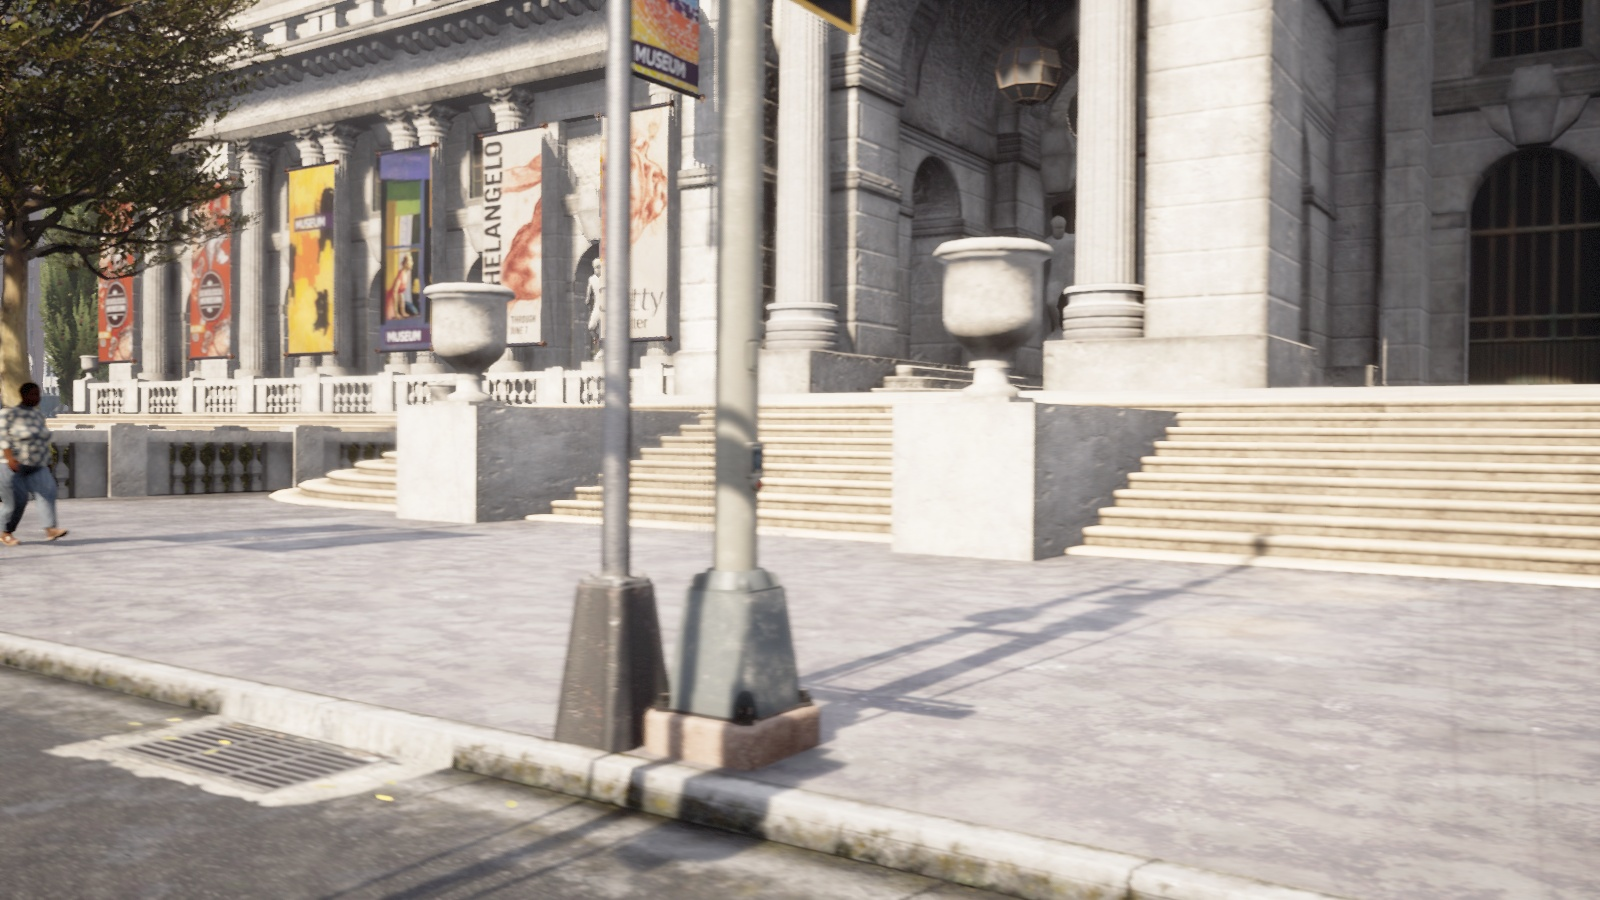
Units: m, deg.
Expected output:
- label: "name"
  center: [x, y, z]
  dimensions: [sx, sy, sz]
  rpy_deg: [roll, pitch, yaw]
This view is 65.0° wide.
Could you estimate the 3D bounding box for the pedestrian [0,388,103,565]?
- label: "pedestrian"
  center: [-8.348, 0.276, 13.719]
  dimensions: [0.900, 1.855, 0.874]
  rpy_deg: [0, 1, 20]
